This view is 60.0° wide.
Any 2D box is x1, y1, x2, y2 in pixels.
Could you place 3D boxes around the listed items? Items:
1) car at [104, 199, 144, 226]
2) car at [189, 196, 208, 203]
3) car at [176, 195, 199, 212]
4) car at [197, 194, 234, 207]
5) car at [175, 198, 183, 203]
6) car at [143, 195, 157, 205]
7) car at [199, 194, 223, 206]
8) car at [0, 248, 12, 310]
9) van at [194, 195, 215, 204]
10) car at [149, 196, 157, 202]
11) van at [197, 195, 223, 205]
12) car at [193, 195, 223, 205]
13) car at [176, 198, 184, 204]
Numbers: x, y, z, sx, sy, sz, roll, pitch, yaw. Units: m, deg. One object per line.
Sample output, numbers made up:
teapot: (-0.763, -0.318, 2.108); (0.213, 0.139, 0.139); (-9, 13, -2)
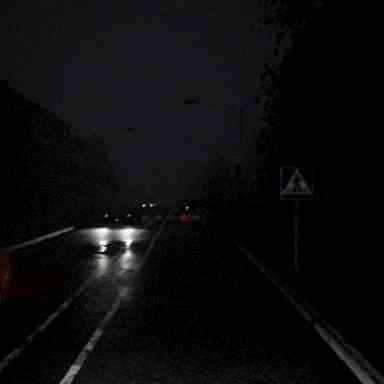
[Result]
car: (-4.621, 1.419, 22.507); (1.812, 1.442, 4.674); (0, 0, -1)
car: (1.821, 2.114, 90.865); (4.553, 1.767, 2.185); (1, -1, -24)
car: (-0.497, 1.301, 35.250); (1.837, 1.490, 4.892); (0, 0, -1)
car: (3.855, 1.374, 55.362); (5.566, 2.045, 2.435); (1, -1, -23)
car: (-3.639, 2.294, 93.417); (1.895, 1.301, 4.718); (0, -1, -4)
car: (-9.283, 1.649, 71.269); (2.150, 2.045, 5.566); (0, -1, -3)
car: (4.065, 1.316, 52.441); (5.566, 2.045, 2.435); (1, -2, -23)
car: (-4.258, 1.439, 4.152); (1.882, 1.535, 5.008); (0, 0, -1)
van: (2.821, 1.788, 76.116); (4.442, 1.987, 1.878); (1, -1, -23)
car: (-10.211, 1.907, 87.507); (1.837, 1.490, 4.892); (0, -1, -4)
van: (3.485, 1.576, 64.293); (4.442, 1.987, 1.878); (1, -2, -23)
car: (3.244, 1.604, 67.211); (5.566, 2.045, 2.435); (1, -1, -23)
car: (-3.022, 2.191, 83.705); (1.994, 1.385, 4.181); (0, -1, -3)
